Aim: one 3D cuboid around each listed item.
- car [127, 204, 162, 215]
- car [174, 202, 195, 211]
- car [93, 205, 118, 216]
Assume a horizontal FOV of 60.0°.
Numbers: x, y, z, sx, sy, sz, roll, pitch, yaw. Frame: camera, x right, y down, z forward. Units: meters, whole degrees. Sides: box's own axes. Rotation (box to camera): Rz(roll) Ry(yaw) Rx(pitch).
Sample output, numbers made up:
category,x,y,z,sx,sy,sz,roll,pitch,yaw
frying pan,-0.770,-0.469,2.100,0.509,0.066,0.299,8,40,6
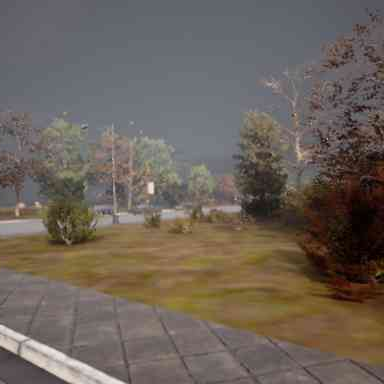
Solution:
category,x,y,z,sx,sy,sz,roll,pitch,yaw
car,-6.207,2.317,44.182,2.033,1.411,5.357,-3,-2,32
car,-1.239,2.526,58.493,2.128,1.511,4.902,-3,-2,32
car,-11.594,2.378,42.196,2.128,1.511,4.902,-3,-2,32
